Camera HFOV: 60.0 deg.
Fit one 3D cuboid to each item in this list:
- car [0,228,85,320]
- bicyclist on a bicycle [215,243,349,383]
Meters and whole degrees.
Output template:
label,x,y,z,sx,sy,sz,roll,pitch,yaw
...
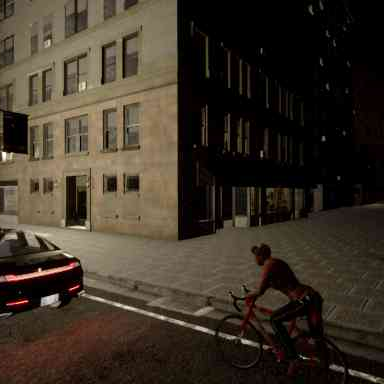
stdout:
label,x,y,z,sx,sy,sz,roll,pitch,yaw
car,-4.208,1.493,6.690,4.902,1.511,2.128,0,0,36
bicyclist on a bicycle,0.977,1.453,3.967,1.656,1.620,0.582,0,0,36
